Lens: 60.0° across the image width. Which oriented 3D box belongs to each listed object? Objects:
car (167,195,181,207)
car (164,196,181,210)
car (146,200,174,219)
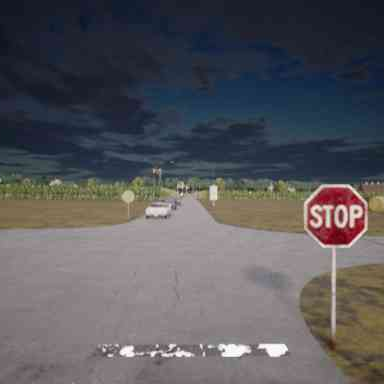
[{"bbox_3d":[-2.927,1.461,55.298,2.097,1.767,4.553,0,-1,0],"label":"car"},{"bbox_3d":[-2.921,1.546,43.043,2.128,1.511,4.902,0,0,0],"label":"car"},{"bbox_3d":[-2.928,1.617,29.605,1.895,1.301,4.718,0,0,1],"label":"car"}]
